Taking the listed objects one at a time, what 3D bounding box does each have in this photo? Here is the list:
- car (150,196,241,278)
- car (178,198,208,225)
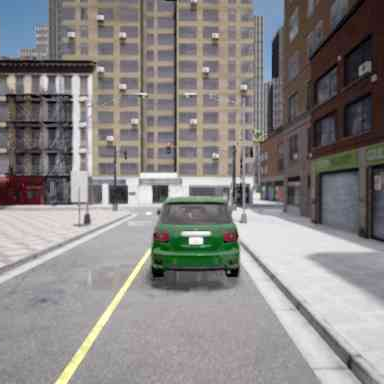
[{"bbox_3d":[0.080,1.112,9.883,2.150,2.045,5.566,0,1,0],"label":"car"},{"bbox_3d":[0.028,1.242,22.953,1.837,1.490,4.892,0,1,-1],"label":"car"}]
